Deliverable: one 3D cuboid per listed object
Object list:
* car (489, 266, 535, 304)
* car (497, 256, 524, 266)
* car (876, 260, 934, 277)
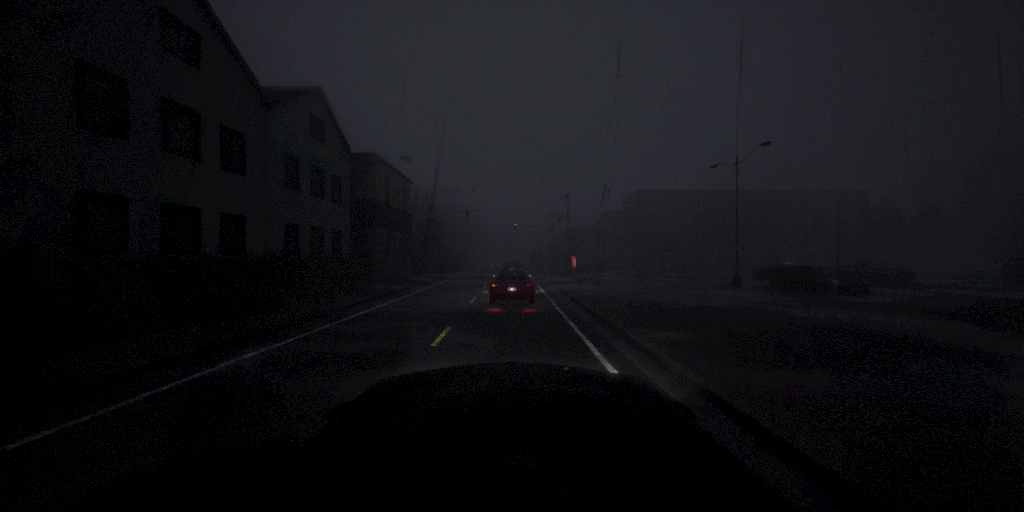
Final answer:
[{"bbox_3d":[0.000,1.321,16.500,1.994,1.385,4.181,0,0,0],"label":"car"},{"bbox_3d":[0.000,1.115,31.470,2.097,1.767,4.553,0,0,0],"label":"car"},{"bbox_3d":[47.894,1.438,43.424,5.008,1.535,1.882,0,0,0],"label":"car"}]
